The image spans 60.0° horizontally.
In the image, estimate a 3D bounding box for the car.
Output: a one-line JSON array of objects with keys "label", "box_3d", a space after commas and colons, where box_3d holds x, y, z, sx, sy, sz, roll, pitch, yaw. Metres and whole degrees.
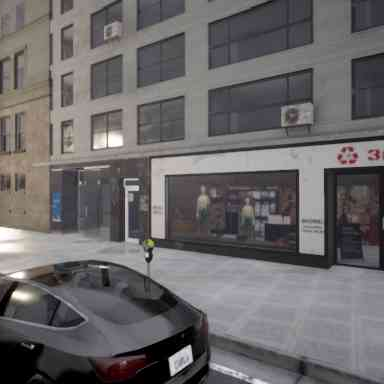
[{"label": "car", "box_3d": [-1.789, 1.566, 4.244, 4.313, 1.339, 1.947, 0, 0, 36]}]
